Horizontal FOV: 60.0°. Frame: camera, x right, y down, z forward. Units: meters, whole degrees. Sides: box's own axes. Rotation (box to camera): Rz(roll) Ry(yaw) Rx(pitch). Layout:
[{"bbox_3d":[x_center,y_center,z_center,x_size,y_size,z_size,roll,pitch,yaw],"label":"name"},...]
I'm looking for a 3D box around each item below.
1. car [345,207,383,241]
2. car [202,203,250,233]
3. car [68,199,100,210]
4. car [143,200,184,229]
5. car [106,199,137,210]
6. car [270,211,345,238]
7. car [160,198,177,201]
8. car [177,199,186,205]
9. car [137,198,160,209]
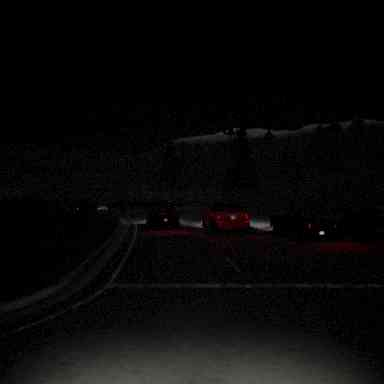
[{"bbox_3d":[9.442,1.537,16.862,1.837,1.490,4.892,0,0,-7],"label":"car"},{"bbox_3d":[1.930,1.413,20.132,2.097,1.767,4.553,0,0,-8],"label":"car"},{"bbox_3d":[-14.967,1.736,46.001,5.357,1.411,2.033,0,0,40],"label":"car"},{"bbox_3d":[-2.067,1.557,22.591,1.882,1.535,5.008,0,0,-11],"label":"car"},{"bbox_3d":[-10.077,1.778,46.196,1.895,1.301,4.718,0,0,-44],"label":"car"},{"bbox_3d":[5.817,1.645,17.858,1.895,1.301,4.718,0,0,-8],"label":"car"},{"bbox_3d":[-5.182,1.673,51.222,4.902,1.511,2.128,0,0,44],"label":"car"},{"bbox_3d":[-3.305,1.787,54.309,4.718,1.301,1.895,0,0,44],"label":"car"},{"bbox_3d":[-7.444,1.655,48.536,5.008,1.535,1.882,0,0,43],"label":"car"}]
